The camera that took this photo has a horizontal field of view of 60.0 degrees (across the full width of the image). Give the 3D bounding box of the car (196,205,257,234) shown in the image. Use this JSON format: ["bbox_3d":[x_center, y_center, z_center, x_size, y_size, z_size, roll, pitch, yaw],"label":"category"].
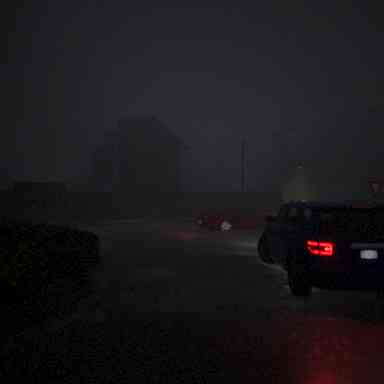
[{"bbox_3d":[2.692,1.472,18.967,5.008,1.535,1.882,0,0,-24],"label":"car"}]

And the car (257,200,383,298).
[{"bbox_3d":[3.289,1.219,8.676,2.150,2.045,5.566,0,0,2],"label":"car"}]
